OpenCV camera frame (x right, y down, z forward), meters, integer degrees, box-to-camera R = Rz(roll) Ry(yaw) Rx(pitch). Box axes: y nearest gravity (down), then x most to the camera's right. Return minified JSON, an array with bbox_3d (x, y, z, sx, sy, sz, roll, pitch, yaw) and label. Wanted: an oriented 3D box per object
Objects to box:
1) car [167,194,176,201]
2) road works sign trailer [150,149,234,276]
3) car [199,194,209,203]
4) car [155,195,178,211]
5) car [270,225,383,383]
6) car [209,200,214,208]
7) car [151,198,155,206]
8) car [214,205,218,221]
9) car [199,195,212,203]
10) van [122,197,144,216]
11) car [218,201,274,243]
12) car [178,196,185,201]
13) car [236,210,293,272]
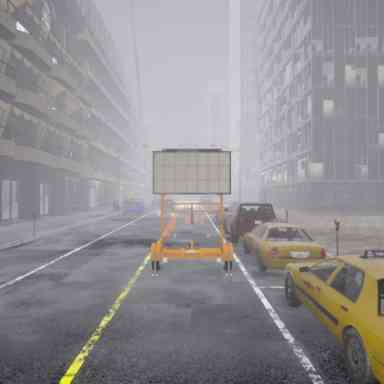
[{"bbox_3d":[-5.683,1.545,93.294,2.192,1.841,5.009,1,0,0],"label":"car"},{"bbox_3d":[0.000,0.471,10.325,2.380,3.560,2.880,0,0,0],"label":"road works sign trailer"},{"bbox_3d":[2.698,1.473,76.726,2.192,1.841,5.009,1,0,0],"label":"car"},{"bbox_3d":[-3.101,1.528,41.688,1.882,1.535,5.008,0,0,0],"label":"car"},{"bbox_3d":[2.702,1.528,5.098,1.752,1.417,4.829,1,0,0],"label":"car"},{"bbox_3d":[2.700,1.569,27.019,1.887,1.381,4.507,1,0,0],"label":"car"},{"bbox_3d":[-5.683,1.666,54.633,1.802,1.307,4.206,1,0,0],"label":"car"},{"bbox_3d":[2.701,1.583,21.495,1.947,1.339,4.313,1,0,0],"label":"car"},{"bbox_3d":[2.697,1.668,60.155,1.947,1.339,4.313,1,0,0],"label":"car"},{"bbox_3d":[-5.677,1.374,32.542,1.690,1.788,3.998,1,0,0],"label":"van"},{"bbox_3d":[2.705,1.326,15.973,2.192,1.841,5.009,1,0,0],"label":"car"},{"bbox_3d":[-3.005,1.694,90.279,1.882,1.535,5.008,0,0,0],"label":"car"},{"bbox_3d":[2.702,1.532,10.621,1.752,1.417,4.829,1,0,0],"label":"car"}]
